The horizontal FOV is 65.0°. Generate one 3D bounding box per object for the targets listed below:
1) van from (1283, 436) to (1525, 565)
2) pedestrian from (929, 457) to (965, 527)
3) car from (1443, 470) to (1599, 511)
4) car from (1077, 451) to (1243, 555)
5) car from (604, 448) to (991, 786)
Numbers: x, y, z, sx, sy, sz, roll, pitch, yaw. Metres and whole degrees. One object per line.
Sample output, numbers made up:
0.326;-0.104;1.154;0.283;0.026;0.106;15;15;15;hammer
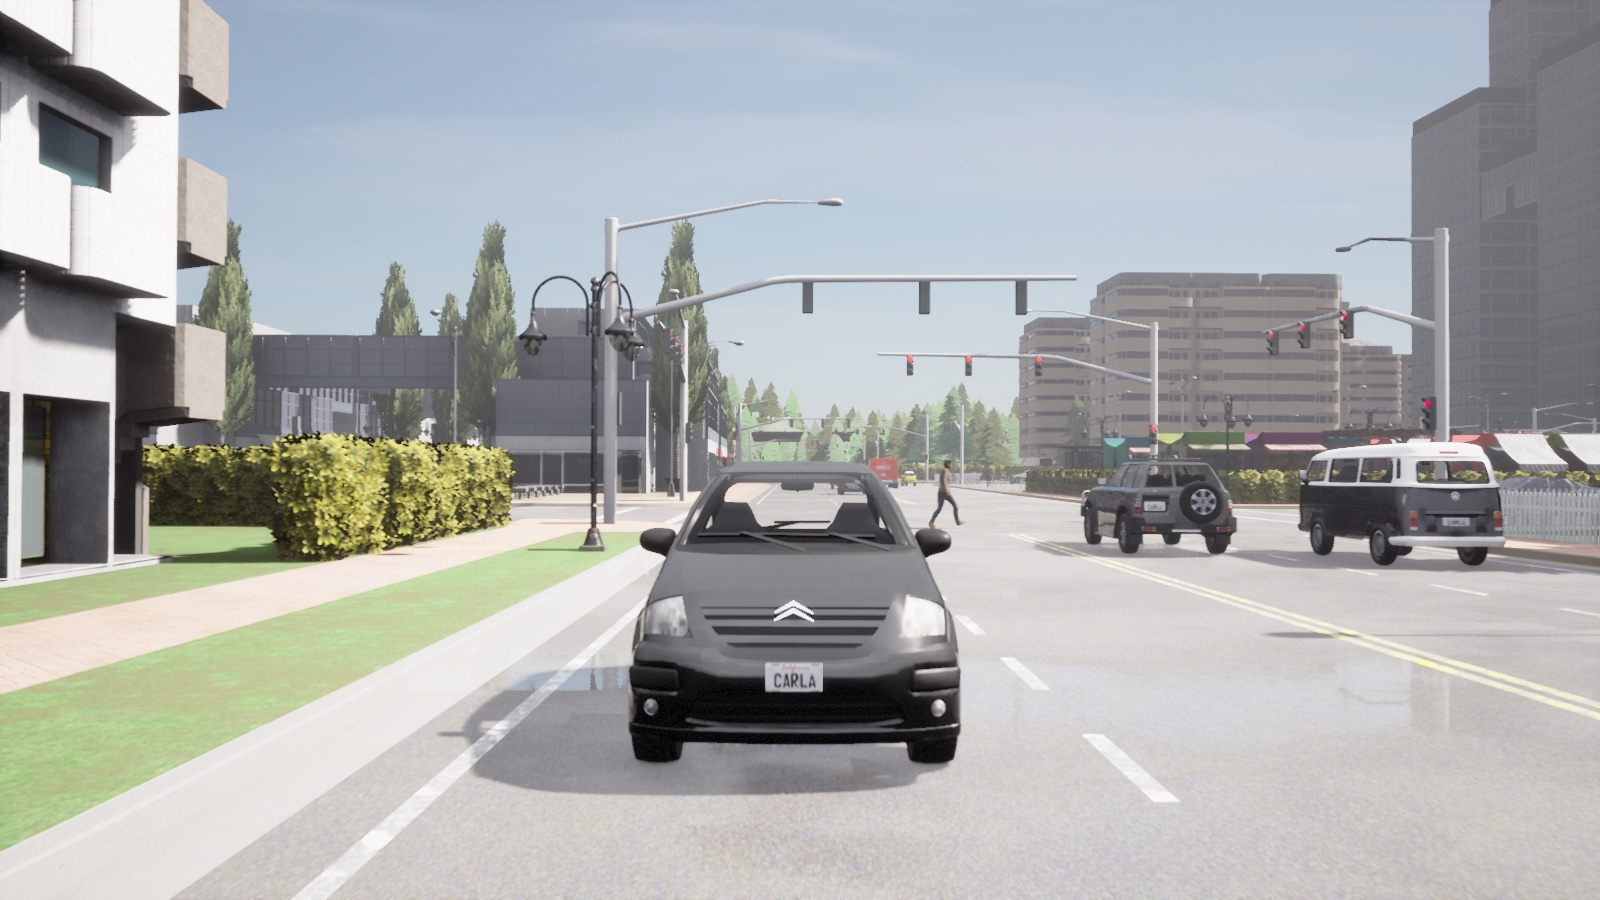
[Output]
10.447;0.829;22.170;2.069;2.038;4.480;0;-1;0;van
3.821;1.081;32.599;0.869;1.805;0.328;0;-1;-19;pedestrian
26.291;1.436;45.105;5.357;1.411;2.033;0;-1;-1;car
6.940;0.975;24.757;1.932;1.855;4.605;0;-1;0;car
-0.020;0.832;8.032;1.851;1.617;3.988;0;-1;0;car
